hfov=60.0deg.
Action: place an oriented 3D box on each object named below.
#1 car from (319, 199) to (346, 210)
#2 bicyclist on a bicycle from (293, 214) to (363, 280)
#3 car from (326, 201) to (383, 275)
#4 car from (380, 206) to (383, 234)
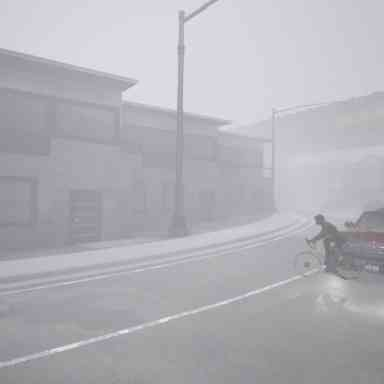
[{"bbox_3d":[19.376,1.773,45.773,1.837,1.490,4.892,1,-1,-8],"label":"car"},{"bbox_3d":[3.409,1.398,8.411,1.656,1.620,0.582,-1,-1,18],"label":"bicyclist on a bicycle"},{"bbox_3d":[5.946,1.317,10.111,2.097,1.767,4.553,0,0,39],"label":"car"},{"bbox_3d":[11.360,1.514,17.957,1.895,1.301,4.718,1,0,27],"label":"car"}]
